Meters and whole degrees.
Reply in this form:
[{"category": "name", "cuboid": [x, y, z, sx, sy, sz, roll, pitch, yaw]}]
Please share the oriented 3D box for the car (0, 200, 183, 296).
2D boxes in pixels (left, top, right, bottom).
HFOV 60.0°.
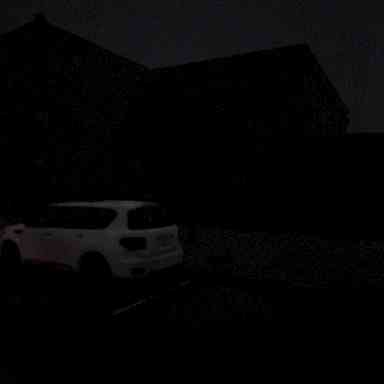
[{"category": "car", "cuboid": [-2.871, 1.242, 8.920, 5.566, 2.045, 2.435, 0, 0, 32]}]
